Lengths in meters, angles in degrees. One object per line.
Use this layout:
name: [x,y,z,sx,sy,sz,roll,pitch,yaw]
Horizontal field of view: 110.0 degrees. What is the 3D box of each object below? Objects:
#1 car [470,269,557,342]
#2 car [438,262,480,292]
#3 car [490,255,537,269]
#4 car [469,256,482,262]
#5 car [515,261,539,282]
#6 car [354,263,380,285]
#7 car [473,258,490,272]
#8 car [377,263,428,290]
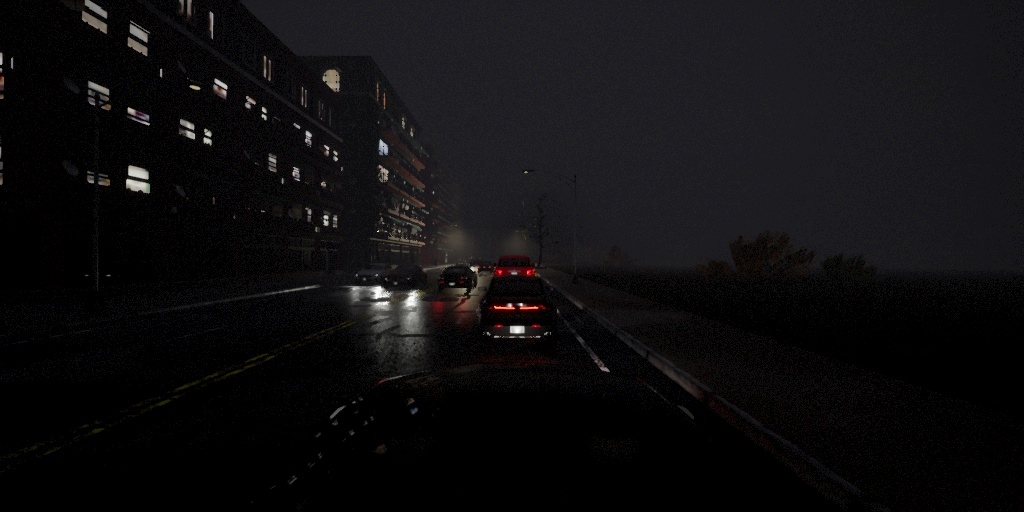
car: [0.109,1.256,9.748,1.837,1.490,4.892,0,0,0]
car: [-3.133,1.278,21.047,1.812,1.442,4.674,0,0,0]
car: [0.116,0.974,20.095,2.150,2.045,5.566,0,0,0]
car: [-6.493,0.970,64.989,2.150,2.045,5.566,0,0,1]
car: [1.164,1.209,30.503,1.801,1.575,5.366,0,0,0]
car: [-9.829,1.279,26.231,1.812,1.442,4.674,0,0,0]
car: [-3.112,1.300,42.936,2.033,1.411,5.357,0,0,0]
car: [-6.581,1.279,22.604,1.812,1.442,4.674,0,0,0]
